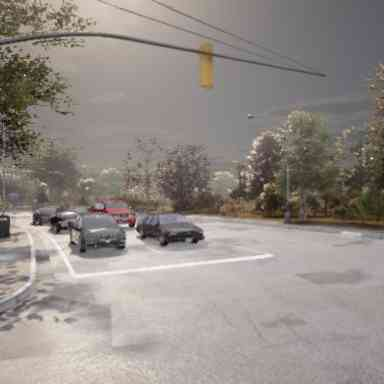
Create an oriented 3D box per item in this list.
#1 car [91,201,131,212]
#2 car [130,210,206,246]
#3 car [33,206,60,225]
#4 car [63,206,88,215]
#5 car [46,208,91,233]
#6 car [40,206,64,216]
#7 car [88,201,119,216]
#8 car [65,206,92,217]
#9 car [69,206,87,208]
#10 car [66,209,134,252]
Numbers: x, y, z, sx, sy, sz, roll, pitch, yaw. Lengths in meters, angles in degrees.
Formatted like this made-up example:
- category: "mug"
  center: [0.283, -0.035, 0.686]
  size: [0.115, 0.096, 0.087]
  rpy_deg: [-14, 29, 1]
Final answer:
- category: "car"
  center: [-6.152, 1.712, 25.939]
  size: [2.150, 2.045, 5.566]
  rpy_deg: [0, -2, -30]
- category: "car"
  center: [-1.310, 1.778, 16.970]
  size: [2.033, 1.411, 5.357]
  rpy_deg: [0, -1, -27]
- category: "car"
  center: [-13.830, 2.286, 31.604]
  size: [1.837, 1.490, 4.892]
  rpy_deg: [0, -2, -34]
- category: "car"
  center: [-19.576, 3.020, 55.744]
  size: [2.033, 1.411, 5.357]
  rpy_deg: [0, -2, -44]
- category: "car"
  center: [-8.587, 2.031, 23.126]
  size: [1.994, 1.385, 4.181]
  rpy_deg: [0, -2, -30]
- category: "car"
  center: [-22.722, 3.008, 53.902]
  size: [1.837, 1.490, 4.892]
  rpy_deg: [0, -2, -44]
- category: "car"
  center: [-12.881, 2.380, 48.177]
  size: [2.150, 2.045, 5.566]
  rpy_deg: [0, -2, -39]
- category: "car"
  center: [-15.789, 2.680, 46.165]
  size: [1.837, 1.490, 4.892]
  rpy_deg: [0, -2, -39]
- category: "car"
  center: [-11.862, 2.371, 34.937]
  size: [2.033, 1.411, 5.357]
  rpy_deg: [0, -2, -35]
- category: "car"
  center: [-4.400, 1.747, 15.259]
  size: [1.837, 1.490, 4.892]
  rpy_deg: [0, -1, -27]
